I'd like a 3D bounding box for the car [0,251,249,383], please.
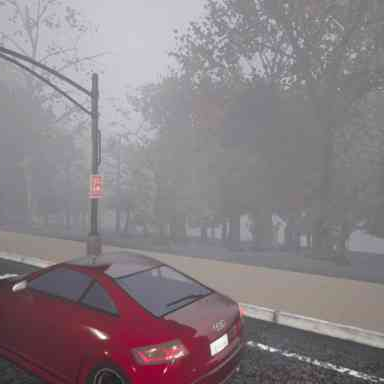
[{"bbox_3d":[-1.347,1.563,4.641,4.181,1.385,1.994,0,0,35],"label":"car"}]
